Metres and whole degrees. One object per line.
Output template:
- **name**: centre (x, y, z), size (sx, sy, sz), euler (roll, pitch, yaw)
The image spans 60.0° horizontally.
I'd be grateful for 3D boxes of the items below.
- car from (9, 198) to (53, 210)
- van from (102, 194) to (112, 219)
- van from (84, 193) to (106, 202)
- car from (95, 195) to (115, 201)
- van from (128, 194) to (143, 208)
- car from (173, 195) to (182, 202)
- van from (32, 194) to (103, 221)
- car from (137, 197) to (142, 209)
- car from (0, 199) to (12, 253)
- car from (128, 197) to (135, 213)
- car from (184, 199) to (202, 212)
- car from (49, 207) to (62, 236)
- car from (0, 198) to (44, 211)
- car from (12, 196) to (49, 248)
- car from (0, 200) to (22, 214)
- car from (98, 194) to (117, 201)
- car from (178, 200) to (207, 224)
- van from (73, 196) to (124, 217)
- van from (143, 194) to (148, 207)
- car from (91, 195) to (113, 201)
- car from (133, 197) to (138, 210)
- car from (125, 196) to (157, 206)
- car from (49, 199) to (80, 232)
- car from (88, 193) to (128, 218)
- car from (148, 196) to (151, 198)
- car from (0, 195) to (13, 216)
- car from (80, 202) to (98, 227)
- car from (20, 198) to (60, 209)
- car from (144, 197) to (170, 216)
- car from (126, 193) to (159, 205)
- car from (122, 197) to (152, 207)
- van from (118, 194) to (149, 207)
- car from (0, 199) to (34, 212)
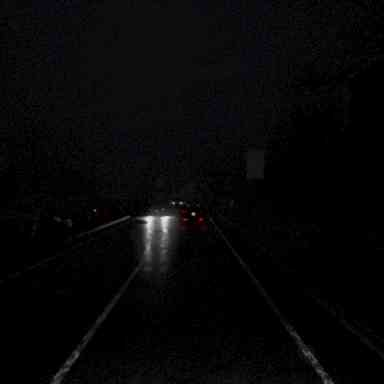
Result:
- **car**: centre (-22.040, 1.610, 45.630), size (5.008, 1.535, 2.097), euler (0, 0, 0)
- **van**: centre (-9.056, 1.359, 26.750), size (4.442, 1.987, 1.878), euler (0, 0, 0)
- **van**: centre (-22.203, 1.272, 76.162), size (4.442, 1.987, 1.878), euler (0, 0, 0)
- **car**: centre (-22.096, 1.508, 84.490), size (4.674, 1.452, 2.002), euler (0, 0, 0)
- **van**: centre (-9.079, 1.387, 43.575), size (4.442, 1.987, 1.878), euler (0, 0, 0)
- **car**: centre (-3.250, 1.393, 75.381), size (1.882, 1.535, 5.008), euler (0, 0, 0)
- **van**: centre (-9.052, 1.348, 23.946), size (4.442, 1.987, 1.878), euler (0, 0, 0)
- **car**: centre (-8.988, 1.648, 40.773), size (4.792, 1.488, 2.163), euler (0, 0, 0)
- **car**: centre (-8.888, 1.265, 9.930), size (5.566, 2.045, 2.435), euler (0, 0, 0)
- **car**: centre (-8.957, 1.614, 35.162), size (4.892, 1.521, 2.231), euler (0, 0, 0)
- **car**: centre (0.100, 1.648, 41.706), size (2.033, 1.411, 5.357), euler (0, 0, 0)
- **car**: centre (-8.921, 1.579, 15.536), size (4.674, 1.452, 2.002), euler (0, 0, 0)
- **car**: centre (-22.226, 1.612, 42.853), size (5.366, 1.575, 1.946), euler (0, 0, 0)
- **car**: centre (-8.892, 1.276, 12.734), size (5.566, 2.045, 2.435), euler (0, 0, 0)
- **car**: centre (-22.062, 1.647, 37.298), size (4.792, 1.488, 2.163), euler (0, 0, 0)
- **car**: centre (-22.134, 1.333, 87.265), size (4.553, 1.767, 2.185), euler (0, 0, 0)
- **car**: centre (0.102, 1.591, 25.716), size (2.163, 1.488, 4.792), euler (0, 0, 0)
- **van**: centre (-9.064, 1.382, 32.354), size (4.442, 1.987, 1.878), euler (0, 0, 0)
- **van**: centre (-8.850, 1.382, 46.377), size (4.442, 1.987, 1.878), euler (0, 0, 0)
- **car**: centre (-22.089, 1.478, 81.715), size (5.008, 1.535, 2.097), euler (0, 0, 0)
- **car**: centre (-8.952, 1.657, 37.965), size (4.674, 1.452, 2.002), euler (0, 0, 0)
- **car**: centre (-8.796, 1.564, 57.595), size (5.366, 1.575, 1.946), euler (0, 0, 0)
- **car**: centre (-8.959, 1.425, 18.340), size (4.553, 1.767, 2.185), euler (0, 0, 0)
- **car**: centre (-8.915, 1.345, 29.554), size (5.566, 2.045, 2.435), euler (0, 0, 0)
- **car**: centre (-8.965, 1.598, 49.185), size (5.008, 1.535, 2.097), euler (0, 0, 0)
- **car**: centre (-22.001, 1.362, 34.524), size (5.566, 2.045, 2.435), euler (0, 0, 0)
- **car**: centre (-8.925, 1.563, 21.142), size (4.892, 1.521, 2.231), euler (0, 0, 0)
- **car**: centre (-22.043, 1.603, 48.408), size (4.892, 1.521, 2.231), euler (0, 0, 0)
- **car**: centre (-3.345, 1.605, 33.933), size (1.837, 1.490, 4.892), euler (0, 0, 0)
- **car**: centre (-8.957, 1.305, 60.397), size (5.566, 2.045, 2.435), euler (0, 0, 0)
- **car**: centre (-8.981, 1.617, 54.791), size (4.674, 1.452, 2.002), euler (0, 0, 0)
- **van**: centre (-9.091, 1.362, 51.987), size (4.442, 1.987, 1.878), euler (0, 0, 0)
- **car**: centre (-22.008, 1.650, 40.081), size (4.792, 1.488, 2.163), euler (0, 0, 0)
